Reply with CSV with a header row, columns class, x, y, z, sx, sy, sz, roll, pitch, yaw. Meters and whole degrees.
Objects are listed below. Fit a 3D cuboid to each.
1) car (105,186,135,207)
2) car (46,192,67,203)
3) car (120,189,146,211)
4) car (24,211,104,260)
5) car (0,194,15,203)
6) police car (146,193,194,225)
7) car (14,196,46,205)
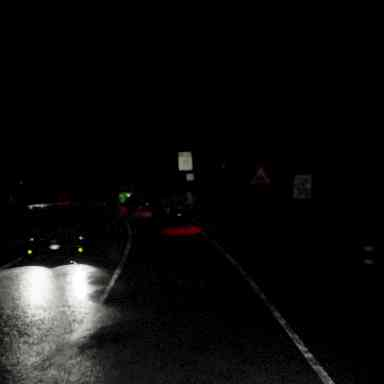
class,x,y,z,sx,sy,sz,roll,pitch,yaw
car,-7.608,0.425,35.630,2.150,2.045,5.566,-4,2,-29
car,-21.161,0.783,51.058,4.902,1.511,2.128,-2,4,38
car,-4.762,0.776,30.016,1.882,1.535,5.008,-3,2,-24
car,-4.280,1.373,11.685,1.994,1.385,4.181,-1,1,-8
car,-33.722,1.144,60.009,4.892,1.490,1.837,-3,4,27
police car,-1.327,0.948,20.269,1.930,1.638,5.238,-2,2,-15
car,-23.727,1.191,48.689,4.718,1.301,1.895,-2,4,43
